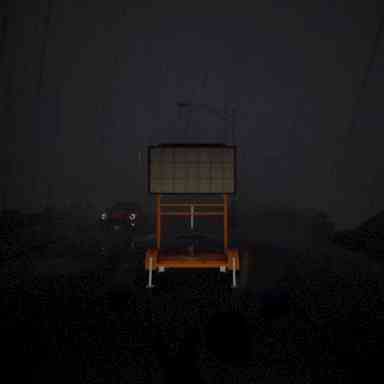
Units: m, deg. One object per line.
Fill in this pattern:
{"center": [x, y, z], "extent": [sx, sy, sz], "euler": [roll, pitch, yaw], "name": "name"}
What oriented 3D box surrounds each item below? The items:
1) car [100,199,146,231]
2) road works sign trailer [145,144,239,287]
{"center": [-4.083, 1.351, 20.285], "extent": [2.097, 1.767, 4.553], "euler": [0, 0, 0], "name": "car"}
{"center": [0.009, 0.464, 9.270], "extent": [2.380, 3.560, 2.880], "euler": [0, 0, 0], "name": "road works sign trailer"}
